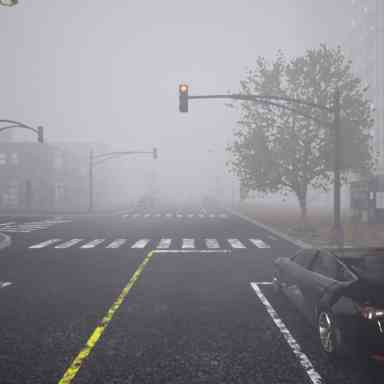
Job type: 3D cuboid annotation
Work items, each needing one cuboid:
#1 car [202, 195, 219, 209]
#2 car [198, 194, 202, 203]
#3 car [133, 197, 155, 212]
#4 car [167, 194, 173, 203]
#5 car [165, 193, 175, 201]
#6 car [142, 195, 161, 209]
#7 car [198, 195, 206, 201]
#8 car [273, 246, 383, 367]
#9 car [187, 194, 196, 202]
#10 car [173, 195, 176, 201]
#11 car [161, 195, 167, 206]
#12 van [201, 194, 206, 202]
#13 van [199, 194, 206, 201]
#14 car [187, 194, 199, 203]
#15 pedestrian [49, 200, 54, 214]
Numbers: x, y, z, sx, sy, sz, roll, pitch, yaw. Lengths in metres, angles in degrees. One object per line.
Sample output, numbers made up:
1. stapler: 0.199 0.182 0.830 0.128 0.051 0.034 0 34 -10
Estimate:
1. car: 2.654 1.529 43.977 1.752 1.417 4.829 0 0 0
2. car: 2.639 1.556 60.460 2.008 1.369 4.403 0 0 0
3. car: -5.721 1.585 38.246 1.802 1.307 4.206 0 0 0
4. car: -5.751 1.532 71.382 1.752 1.417 4.829 0 0 0
5. car: -5.766 1.324 88.205 2.192 1.841 5.009 0 0 0
6. car: -5.725 1.318 43.797 2.192 1.841 5.009 0 0 0
7. car: 2.614 1.535 88.385 1.752 1.417 4.829 0 0 0
8. car: 2.689 1.566 5.778 1.947 1.339 4.313 0 0 0
9. car: -0.070 1.363 79.465 2.097 1.767 4.553 0 0 0
10. car: -5.761 1.559 82.654 2.008 1.369 4.403 0 0 0
11. car: -5.736 1.555 54.899 2.008 1.369 4.403 0 0 0
12. van: 2.650 1.345 49.359 1.690 1.788 3.998 0 0 0
13. van: 2.621 1.349 82.664 1.690 1.788 3.998 0 0 0
14. car: 0.030 1.570 69.546 1.994 1.385 4.181 0 0 1
15. pedestrian: -12.776 1.319 30.243 0.375 1.300 0.375 0 -1 -1
